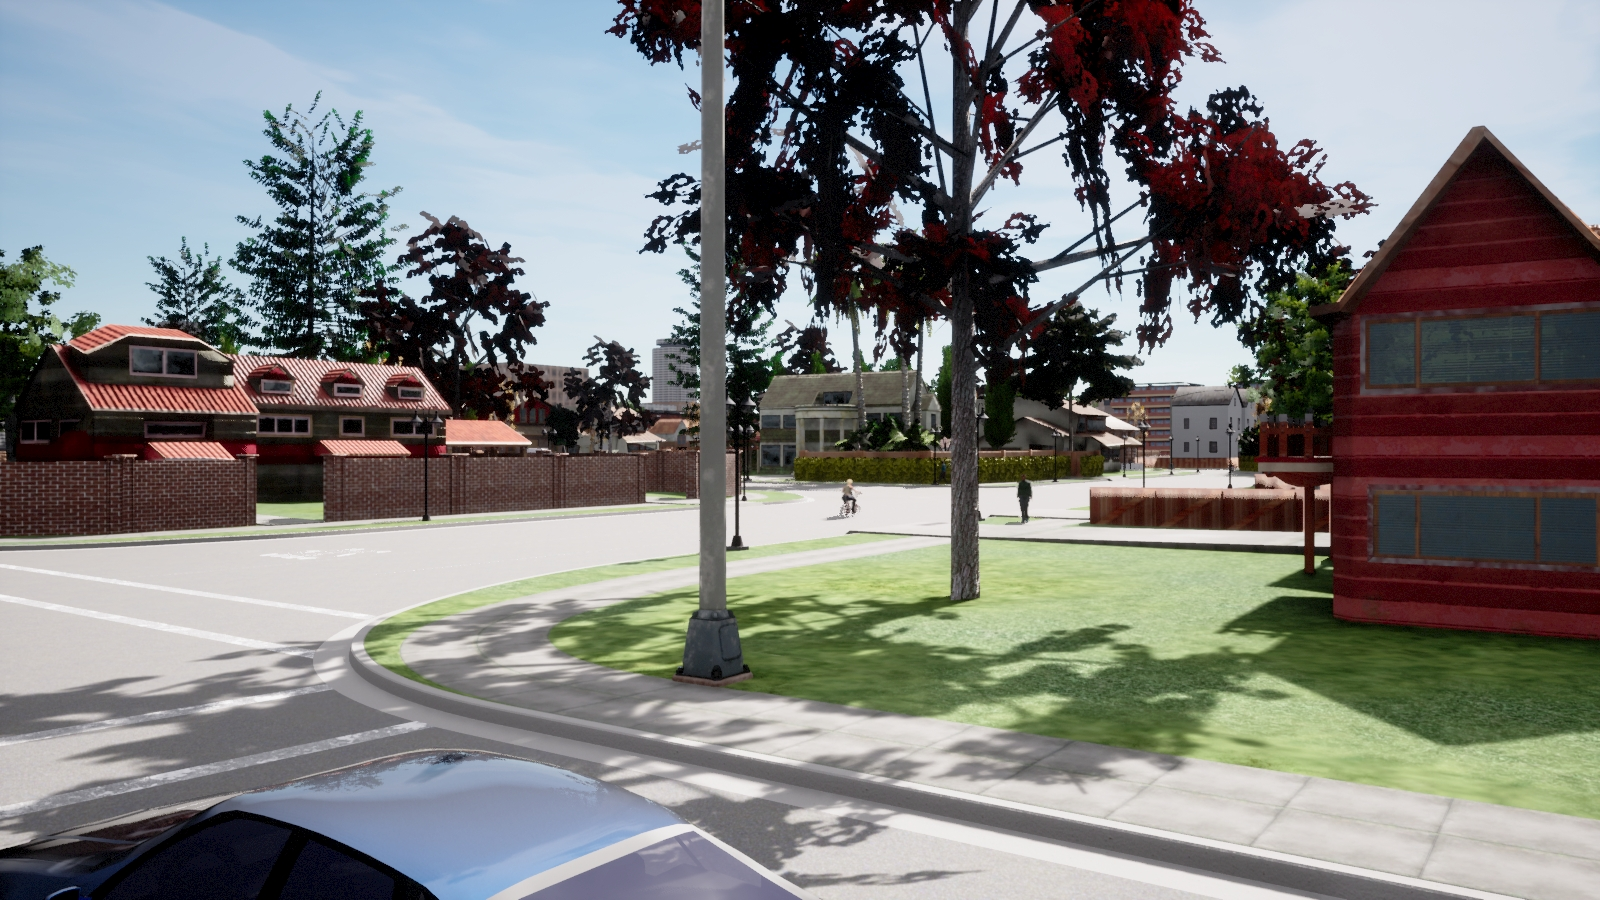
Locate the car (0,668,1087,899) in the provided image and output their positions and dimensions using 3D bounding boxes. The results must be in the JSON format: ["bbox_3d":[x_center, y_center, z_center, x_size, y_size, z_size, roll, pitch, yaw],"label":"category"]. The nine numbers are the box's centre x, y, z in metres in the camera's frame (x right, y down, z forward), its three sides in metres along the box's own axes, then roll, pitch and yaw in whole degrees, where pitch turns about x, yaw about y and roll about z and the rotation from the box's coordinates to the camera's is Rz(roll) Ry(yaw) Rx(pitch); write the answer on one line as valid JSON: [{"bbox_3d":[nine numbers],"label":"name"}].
[{"bbox_3d":[-1.713,2.106,4.943,5.357,1.411,2.033,0,0,36],"label":"car"}]

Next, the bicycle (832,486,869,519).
[{"bbox_3d":[2.086,2.145,47.161,0.859,1.301,1.487,0,0,34],"label":"bicycle"}]

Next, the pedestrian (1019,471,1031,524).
[{"bbox_3d":[8.080,1.704,41.066,0.375,1.860,0.375,0,0,22],"label":"pedestrian"}]
